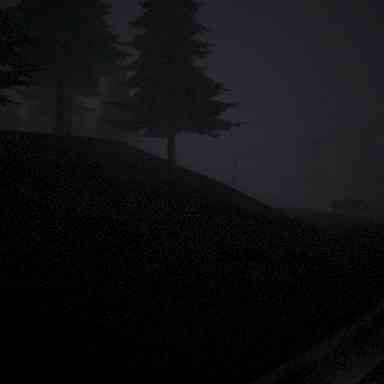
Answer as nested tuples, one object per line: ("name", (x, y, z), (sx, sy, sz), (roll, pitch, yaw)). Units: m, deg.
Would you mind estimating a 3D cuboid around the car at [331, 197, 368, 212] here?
("car", (16.461, 1.285, 35.047), (1.882, 1.535, 5.008), (0, 0, -2))
